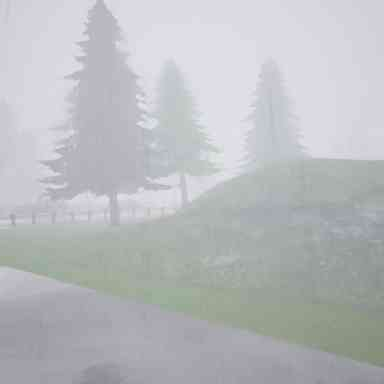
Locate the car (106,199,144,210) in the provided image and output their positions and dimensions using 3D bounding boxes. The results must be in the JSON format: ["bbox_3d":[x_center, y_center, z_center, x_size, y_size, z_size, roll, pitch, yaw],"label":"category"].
[{"bbox_3d":[-7.517,1.458,37.335,4.181,1.385,1.994,0,0,-40],"label":"car"}]

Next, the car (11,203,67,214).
[{"bbox_3d":[-14.150,1.378,31.004,2.128,1.511,4.902,0,0,44],"label":"car"}]

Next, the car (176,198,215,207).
[{"bbox_3d":[0.541,1.456,43.613,5.357,1.411,2.033,0,0,-35],"label":"car"}]
